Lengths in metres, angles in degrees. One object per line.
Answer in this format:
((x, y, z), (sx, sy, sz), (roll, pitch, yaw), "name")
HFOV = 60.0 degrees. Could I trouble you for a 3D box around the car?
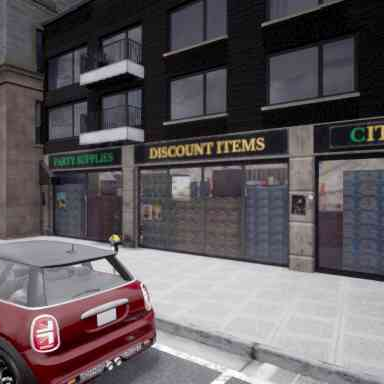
((-2.542, 1.440, 4.894), (4.097, 1.590, 1.967), (0, 0, 36), "car")
